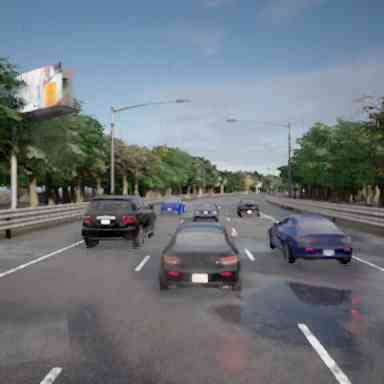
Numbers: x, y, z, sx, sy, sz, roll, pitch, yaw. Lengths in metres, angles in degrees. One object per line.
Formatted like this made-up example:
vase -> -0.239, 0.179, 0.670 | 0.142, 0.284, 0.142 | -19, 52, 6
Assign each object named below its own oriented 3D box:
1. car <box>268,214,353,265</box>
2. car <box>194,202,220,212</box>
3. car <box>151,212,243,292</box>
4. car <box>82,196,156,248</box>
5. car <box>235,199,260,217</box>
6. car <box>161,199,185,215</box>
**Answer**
car -> 3.872, 1.490, 11.485 | 1.812, 1.442, 4.674 | 0, 0, 2
car -> 1.157, 1.469, 25.698 | 2.033, 1.411, 5.357 | 0, 0, 5
car -> 0.249, 1.497, 8.751 | 1.812, 1.442, 4.674 | 0, 0, 2
car -> -2.987, 1.173, 14.682 | 2.150, 2.045, 5.566 | 0, 0, 3
car -> 5.080, 1.414, 30.515 | 1.837, 1.490, 4.892 | 0, 0, 5
car -> -1.780, 1.379, 32.351 | 1.882, 1.535, 5.008 | 0, 0, 5
